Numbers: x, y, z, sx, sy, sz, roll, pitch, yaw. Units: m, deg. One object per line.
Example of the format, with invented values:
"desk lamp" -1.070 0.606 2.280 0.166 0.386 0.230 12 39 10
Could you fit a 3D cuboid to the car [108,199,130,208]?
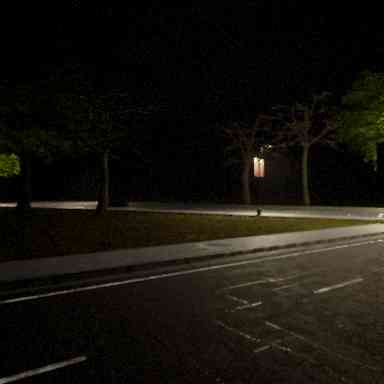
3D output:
"car" -12.604 1.823 53.649 5.357 1.411 2.033 0 0 32
